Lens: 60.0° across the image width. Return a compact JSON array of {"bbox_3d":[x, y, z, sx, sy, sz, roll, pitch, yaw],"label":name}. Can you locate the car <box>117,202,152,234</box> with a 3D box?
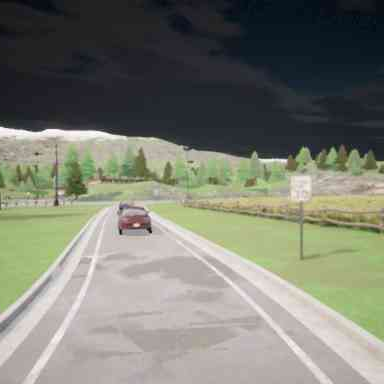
[{"bbox_3d":[-3.431,1.578,19.664,1.812,1.442,4.674,0,0,-13],"label":"car"}]
